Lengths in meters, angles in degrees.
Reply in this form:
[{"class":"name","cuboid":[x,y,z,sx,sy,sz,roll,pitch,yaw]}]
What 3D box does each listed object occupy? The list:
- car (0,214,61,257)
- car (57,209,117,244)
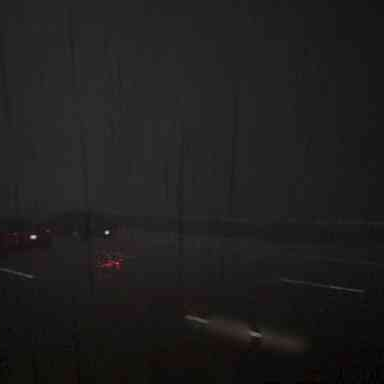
[{"class":"car","cuboid":[-7.626,1.687,13.728,4.181,1.385,1.994,0,0,36]},{"class":"car","cuboid":[-5.897,1.630,16.795,4.892,1.490,1.837,0,0,36]}]
